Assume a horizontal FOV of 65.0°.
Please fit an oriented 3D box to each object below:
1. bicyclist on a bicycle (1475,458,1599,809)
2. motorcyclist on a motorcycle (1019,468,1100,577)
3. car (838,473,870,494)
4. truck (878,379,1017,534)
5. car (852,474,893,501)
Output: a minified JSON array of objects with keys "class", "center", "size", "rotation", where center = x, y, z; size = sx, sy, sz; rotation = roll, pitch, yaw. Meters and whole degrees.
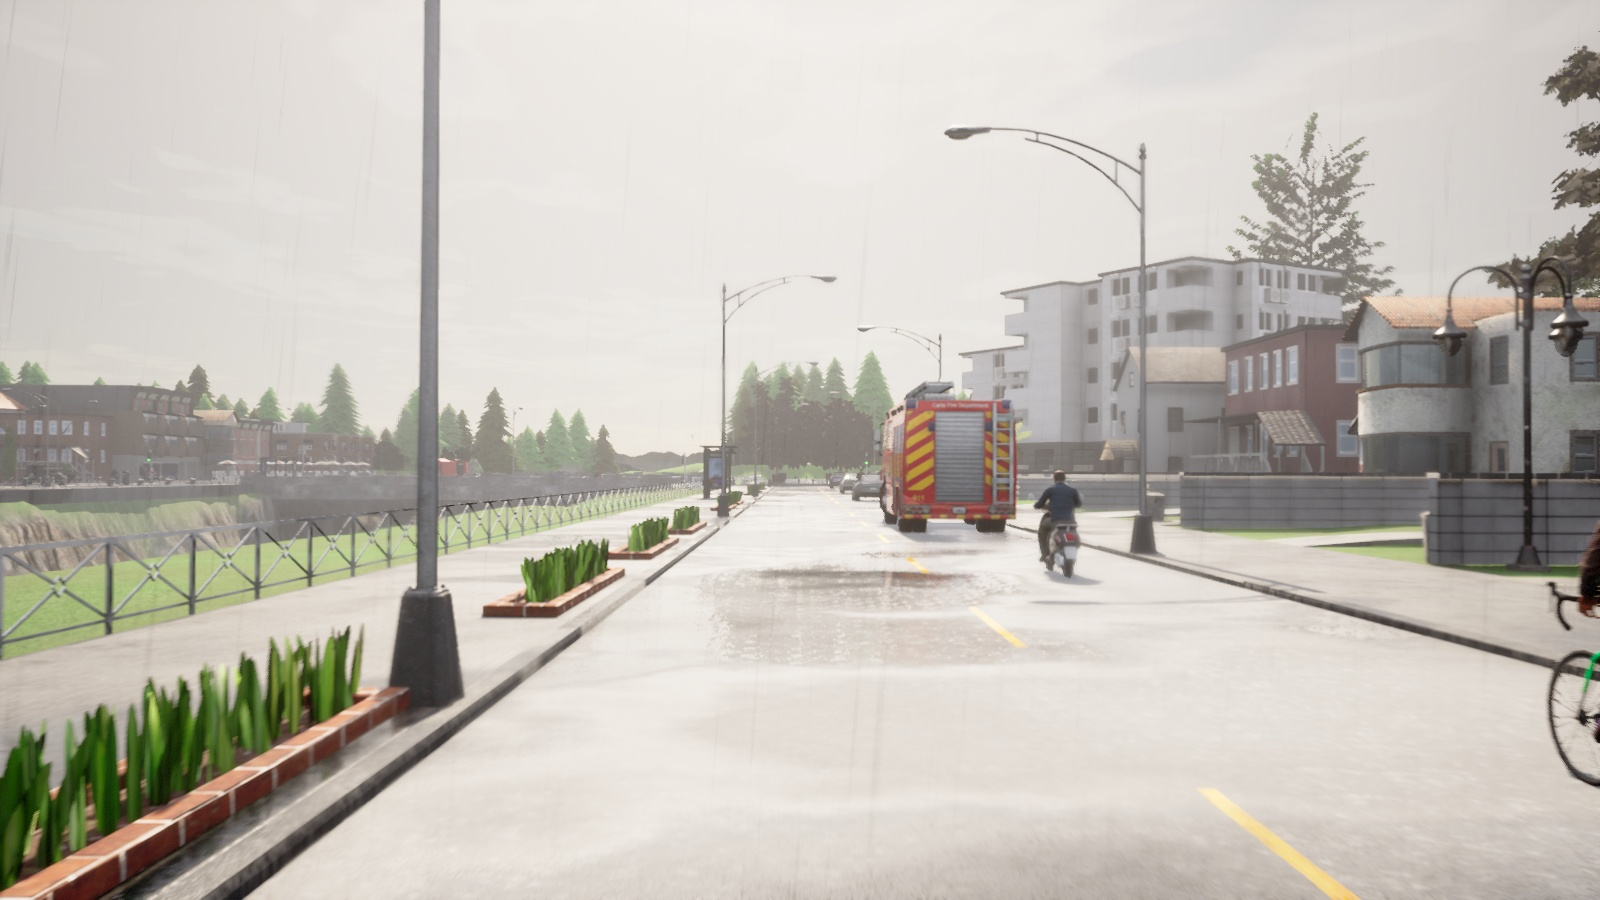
[{"class":"bicyclist on a bicycle","center":[3.986,0.852,6.019],"size":[0.582,1.620,1.656],"rotation":[0,-1,0]},{"class":"motorcyclist on a motorcycle","center":[3.955,1.075,19.283],"size":[0.866,1.590,1.817],"rotation":[0,-1,0]},{"class":"car","center":[3.789,2.346,89.566],"size":[2.033,1.411,5.357],"rotation":[0,-1,0]},{"class":"truck","center":[3.913,0.227,35.399],"size":[2.891,3.827,8.468],"rotation":[0,-1,0]},{"class":"car","center":[3.840,1.991,67.390],"size":[1.994,1.385,4.181],"rotation":[0,-1,0]}]
